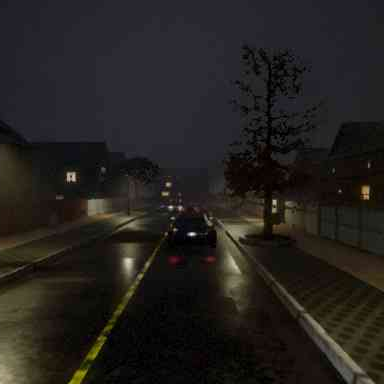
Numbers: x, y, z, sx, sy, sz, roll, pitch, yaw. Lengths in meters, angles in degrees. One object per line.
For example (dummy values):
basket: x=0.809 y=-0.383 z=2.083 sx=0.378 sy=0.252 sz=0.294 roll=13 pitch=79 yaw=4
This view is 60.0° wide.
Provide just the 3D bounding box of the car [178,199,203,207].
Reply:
car: x=0.000 y=1.556 z=29.654 sx=1.812 sy=1.442 sz=4.674 roll=0 pitch=0 yaw=0

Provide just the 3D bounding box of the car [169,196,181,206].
car: x=-2.750 y=1.523 z=57.775 sx=2.097 sy=1.767 sz=4.553 roll=0 pitch=0 yaw=0

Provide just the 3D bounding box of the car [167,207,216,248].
car: x=0.000 y=1.573 z=14.652 sx=1.994 sy=1.385 sz=4.181 roll=0 pitch=0 yaw=0
